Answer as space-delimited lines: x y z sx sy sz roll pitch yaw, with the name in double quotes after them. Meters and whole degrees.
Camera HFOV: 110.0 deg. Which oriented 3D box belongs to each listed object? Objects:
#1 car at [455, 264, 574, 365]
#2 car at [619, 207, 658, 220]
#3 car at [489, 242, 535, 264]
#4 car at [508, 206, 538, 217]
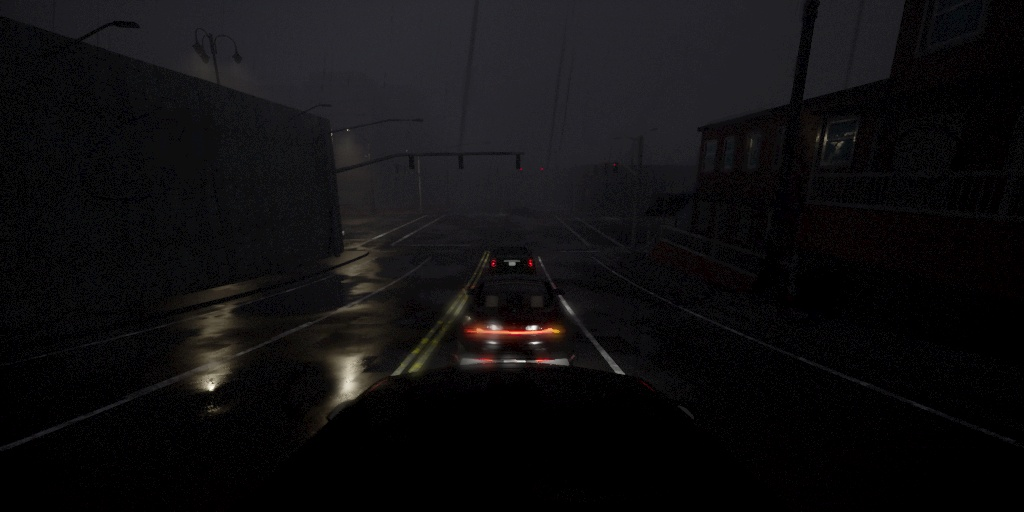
0.051 1.121 7.212 1.837 1.490 4.892 0 2 0 "car"
16.264 -5.524 46.094 4.892 1.490 1.837 0 12 0 "car"
0.011 0.085 17.463 2.097 1.767 4.553 0 7 0 "car"
1.463 -6.199 49.290 4.674 1.442 1.812 12 18 43 "car"
